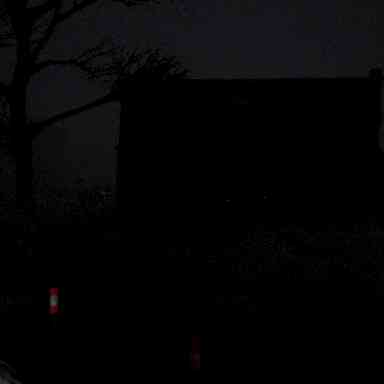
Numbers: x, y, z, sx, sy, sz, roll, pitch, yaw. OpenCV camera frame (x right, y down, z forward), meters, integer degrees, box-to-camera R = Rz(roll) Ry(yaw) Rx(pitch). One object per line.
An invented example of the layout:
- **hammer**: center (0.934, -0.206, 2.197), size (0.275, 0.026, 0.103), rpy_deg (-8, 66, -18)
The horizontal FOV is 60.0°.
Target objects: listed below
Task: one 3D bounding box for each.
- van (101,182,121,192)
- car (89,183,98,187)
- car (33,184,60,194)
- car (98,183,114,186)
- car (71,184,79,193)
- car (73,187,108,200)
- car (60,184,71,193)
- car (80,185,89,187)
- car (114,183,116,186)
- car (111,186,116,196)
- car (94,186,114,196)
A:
- **van**: center (-19.304, -1.212, 79.312), size (4.442, 1.987, 1.878), rpy_deg (2, 2, 18)
- **car**: center (-22.835, -0.723, 68.873), size (4.892, 1.521, 2.231), rpy_deg (2, 2, 18)
- **car**: center (-26.206, -0.609, 58.362), size (4.553, 1.767, 2.185), rpy_deg (2, 2, 18)
- **car**: center (-21.145, -1.110, 74.113), size (5.566, 2.045, 2.435), rpy_deg (2, 2, 18)
- **car**: center (-24.534, -0.560, 63.623), size (4.674, 1.452, 2.002), rpy_deg (2, 2, 18)
- **car**: center (-13.808, 0.370, 45.559), size (1.994, 1.385, 4.181), rpy_deg (2, 2, 15)
- **car**: center (-25.391, -0.541, 61.004), size (5.008, 1.535, 2.097), rpy_deg (2, 2, 18)
- **car**: center (-23.649, -0.785, 66.231), size (4.553, 1.767, 2.185), rpy_deg (2, 2, 18)
- **car**: center (-20.097, -0.920, 76.677), size (5.366, 1.575, 1.946), rpy_deg (2, 2, 18)
- **car**: center (-10.992, 0.170, 55.184), size (1.994, 1.385, 4.181), rpy_deg (2, 2, 18)
- **car**: center (-14.108, 0.108, 55.314), size (1.895, 1.301, 4.718), rpy_deg (2, 2, 18)
